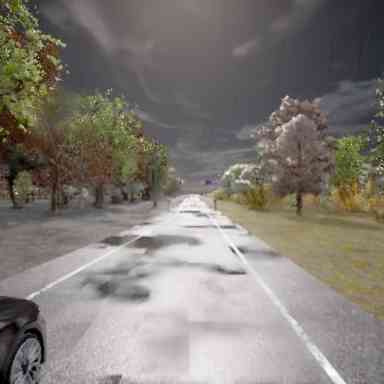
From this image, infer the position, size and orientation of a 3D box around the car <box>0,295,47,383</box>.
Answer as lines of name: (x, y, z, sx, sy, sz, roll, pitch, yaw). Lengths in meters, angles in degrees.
car: (-2.736, 1.500, 2.142, 2.128, 1.511, 4.902, 0, 0, 2)
